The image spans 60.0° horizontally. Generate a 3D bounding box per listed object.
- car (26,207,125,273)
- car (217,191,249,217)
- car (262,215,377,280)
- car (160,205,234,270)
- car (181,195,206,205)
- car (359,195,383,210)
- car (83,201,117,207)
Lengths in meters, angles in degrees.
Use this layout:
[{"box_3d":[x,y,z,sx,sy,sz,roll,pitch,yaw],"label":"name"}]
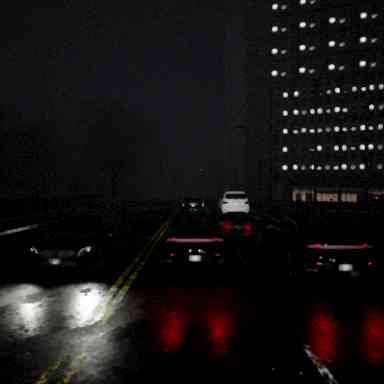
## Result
[{"box_3d":[-3.347,1.420,10.460,1.812,1.442,4.674,0,0,0],"label":"car"},{"box_3d":[3.348,0.952,27.654,2.150,2.045,5.566,0,0,0],"label":"car"},{"box_3d":[3.338,1.395,9.625,2.128,1.511,4.902,0,1,0],"label":"car"},{"box_3d":[0.088,1.386,10.588,2.128,1.511,4.902,0,1,0],"label":"car"},{"box_3d":[0.101,1.073,28.831,2.097,1.767,4.553,0,1,0],"label":"car"},{"box_3d":[23.026,1.262,40.355,5.009,1.841,2.192,1,2,20],"label":"car"},{"box_3d":[-6.586,1.319,23.386,2.033,1.411,5.357,0,1,0],"label":"car"}]
